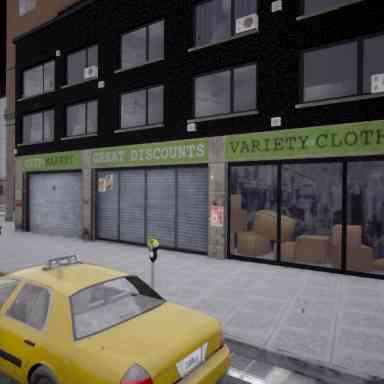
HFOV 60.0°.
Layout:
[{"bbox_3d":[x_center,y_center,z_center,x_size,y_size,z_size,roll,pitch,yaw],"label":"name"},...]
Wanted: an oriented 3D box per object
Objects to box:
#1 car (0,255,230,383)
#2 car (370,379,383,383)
[{"bbox_3d":[-1.875,1.524,4.428,4.829,1.417,1.752,0,1,36],"label":"car"},{"bbox_3d":[2.810,1.551,1.085,4.403,1.369,2.008,0,1,36],"label":"car"}]
